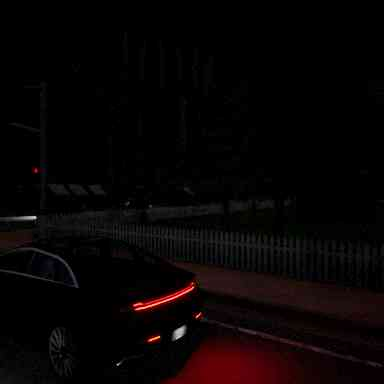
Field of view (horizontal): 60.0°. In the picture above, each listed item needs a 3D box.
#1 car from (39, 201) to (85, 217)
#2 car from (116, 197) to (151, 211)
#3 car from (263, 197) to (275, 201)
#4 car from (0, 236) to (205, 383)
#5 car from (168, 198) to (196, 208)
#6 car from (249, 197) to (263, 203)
[{"bbox_3d":[-12.377,1.564,31.861,1.994,1.385,4.181,0,0,34],"label":"car"},{"bbox_3d":[-6.960,1.352,39.885,2.097,1.767,4.553,0,0,34],"label":"car"},{"bbox_3d":[15.208,1.547,59.887,2.033,1.411,5.357,0,0,34],"label":"car"},{"bbox_3d":[-2.118,1.491,5.451,4.902,1.511,2.128,0,0,36],"label":"car"},{"bbox_3d":[-1.402,1.601,48.105,1.895,1.301,4.718,0,0,34],"label":"car"},{"bbox_3d":[12.330,1.600,61.873,1.895,1.301,4.718,0,0,34],"label":"car"}]
